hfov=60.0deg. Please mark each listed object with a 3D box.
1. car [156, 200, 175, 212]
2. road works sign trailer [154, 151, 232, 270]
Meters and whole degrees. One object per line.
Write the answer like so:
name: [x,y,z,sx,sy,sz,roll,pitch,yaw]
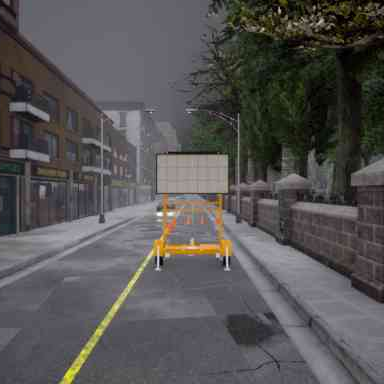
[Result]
car: [-3.022,1.603,38.675,1.994,1.385,4.181,0,0,0]
road works sign trailer: [0.022,0.471,10.984,2.380,3.560,2.880,0,0,0]
